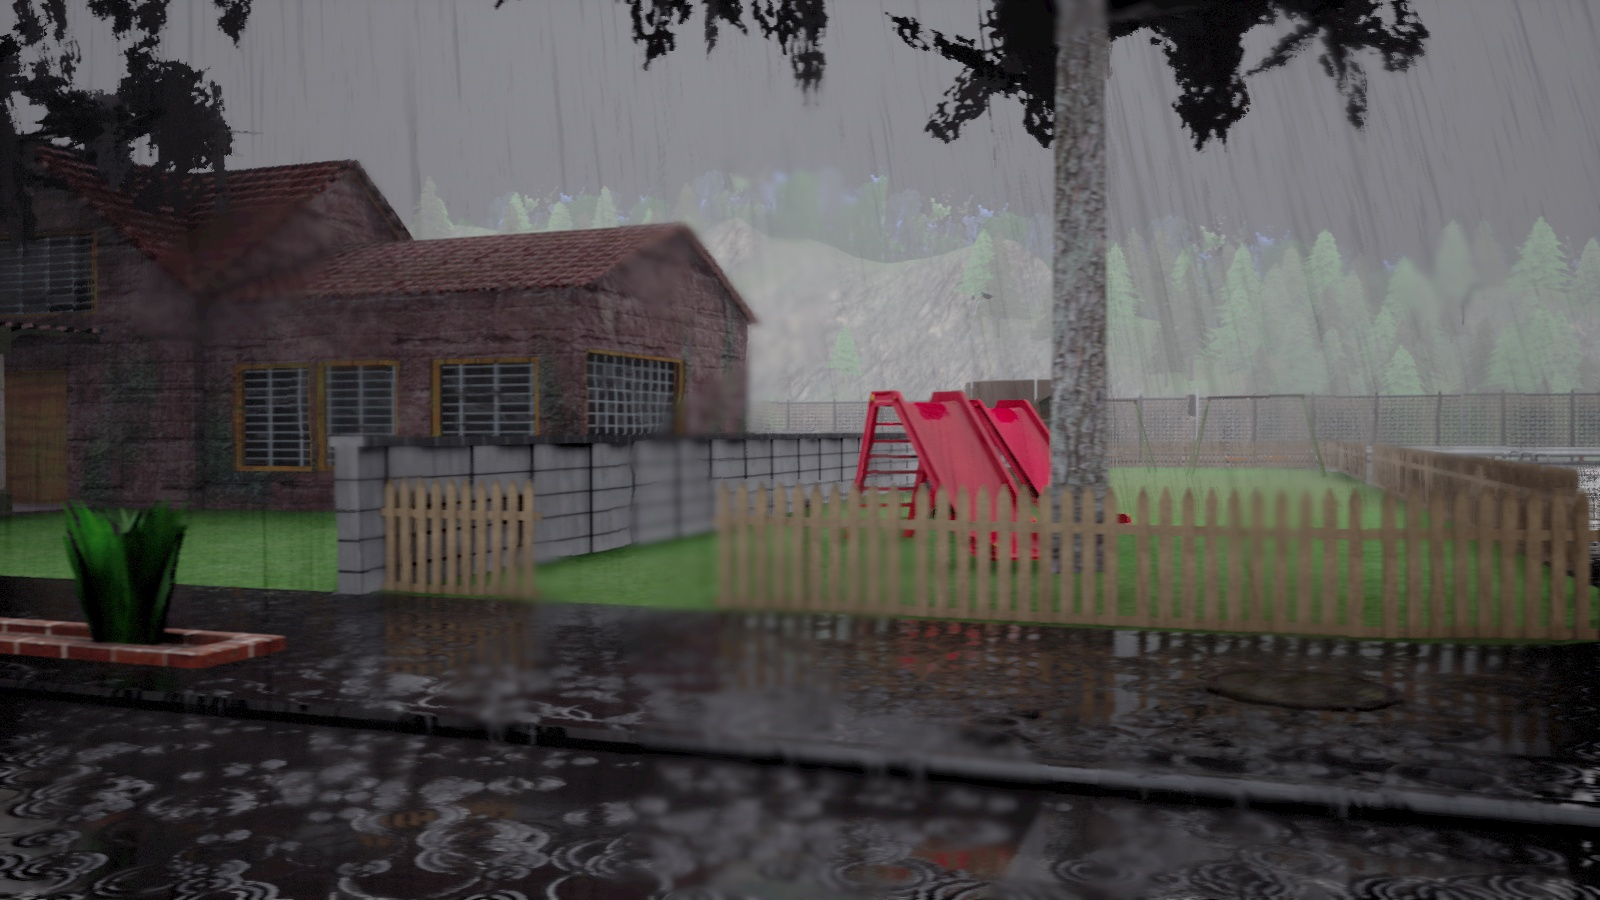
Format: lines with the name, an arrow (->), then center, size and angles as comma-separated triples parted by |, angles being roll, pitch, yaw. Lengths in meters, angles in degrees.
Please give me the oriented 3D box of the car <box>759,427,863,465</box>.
car -> 0.550, -0.206, 60.330 | 4.553, 1.767, 2.097 | 1, 1, 20
